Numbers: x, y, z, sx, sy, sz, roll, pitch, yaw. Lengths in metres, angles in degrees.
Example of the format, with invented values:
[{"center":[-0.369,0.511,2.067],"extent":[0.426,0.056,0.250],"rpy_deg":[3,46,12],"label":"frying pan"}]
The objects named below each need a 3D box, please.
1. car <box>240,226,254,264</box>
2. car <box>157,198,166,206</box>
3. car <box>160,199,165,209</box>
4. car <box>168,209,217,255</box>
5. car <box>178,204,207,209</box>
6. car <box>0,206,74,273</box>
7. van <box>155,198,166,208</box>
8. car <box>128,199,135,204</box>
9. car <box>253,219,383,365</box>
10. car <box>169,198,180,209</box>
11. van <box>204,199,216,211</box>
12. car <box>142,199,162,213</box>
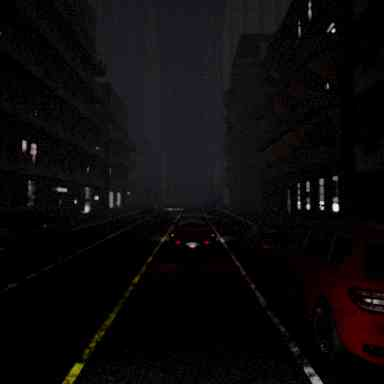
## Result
[{"center":[2.716,1.709,11.409],"extent":[1.802,1.307,4.206],"rpy_deg":[1,-1,0],"label":"car"},{"center":[-5.591,2.176,55.684],"extent":[1.947,1.339,4.313],"rpy_deg":[1,-1,0],"label":"car"},{"center":[-5.596,2.132,50.144],"extent":[1.802,1.307,4.206],"rpy_deg":[1,-1,0],"label":"car"},{"center":[0.037,1.680,13.896],"extent":[1.812,1.442,4.674],"rpy_deg":[0,0,1],"label":"car"},{"center":[0.047,1.912,28.266],"extent":[1.895,1.301,4.718],"rpy_deg":[0,-1,1],"label":"car"},{"center":[-5.661,1.442,11.367],"extent":[2.192,1.841,5.009],"rpy_deg":[1,-1,0],"label":"car"},{"center":[-5.751,2.011,61.227],"extent":[1.690,1.788,3.998],"rpy_deg":[1,-1,0],"label":"van"},{"center":[-16.413,2.414,83.880],"extent":[4.097,1.590,1.967],"rpy_deg":[0,-2,0],"label":"car"},{"center":[2.715,1.382,5.872],"extent":[2.192,1.841,5.009],"rpy_deg":[1,-1,0],"label":"car"},{"center":[-2.993,2.199,59.559],"extent":[2.033,1.411,5.357],"rpy_deg":[0,-1,1],"label":"car"},{"center":[2.755,1.891,50.192],"extent":[1.690,1.788,3.998],"rpy_deg":[1,-1,0],"label":"van"},{"center":[-5.601,2.040,44.604],"extent":[2.008,1.369,4.403],"rpy_deg":[1,-1,0],"label":"car"}]
